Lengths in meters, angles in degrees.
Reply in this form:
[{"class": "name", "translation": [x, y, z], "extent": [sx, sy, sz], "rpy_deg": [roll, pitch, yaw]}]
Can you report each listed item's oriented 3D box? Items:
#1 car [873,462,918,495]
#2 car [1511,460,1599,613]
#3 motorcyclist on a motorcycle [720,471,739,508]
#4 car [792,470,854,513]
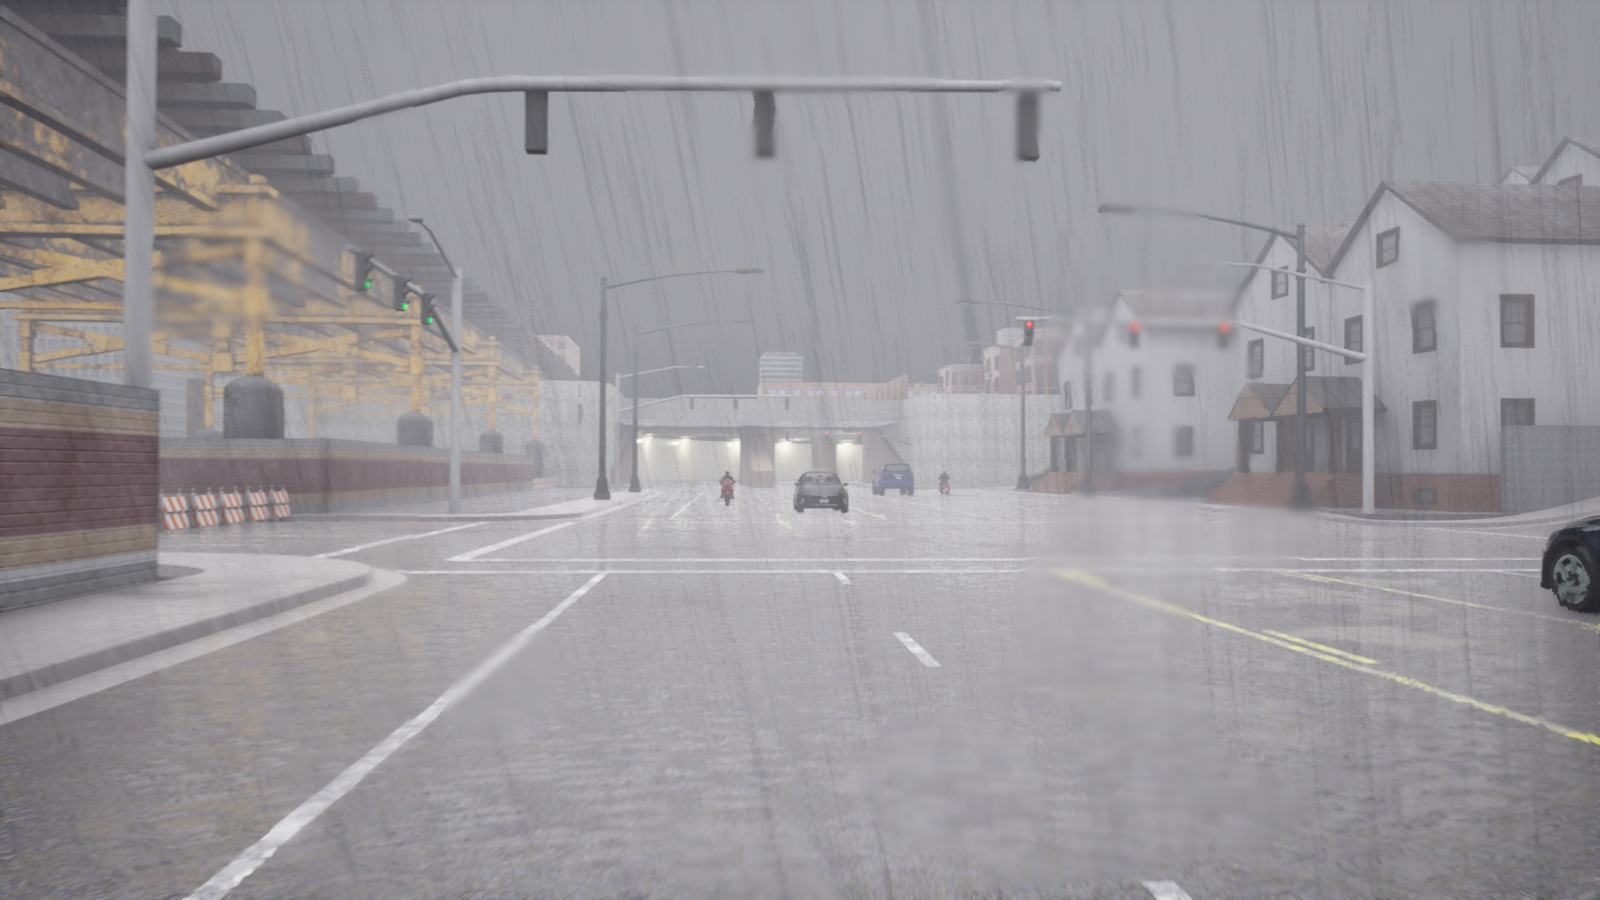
[{"class": "car", "translation": [6.075, 1.817, 80.374], "extent": [2.150, 2.045, 5.566], "rpy_deg": [0, -1, -3]}, {"class": "car", "translation": [9.704, 0.917, 12.729], "extent": [2.033, 1.649, 4.856], "rpy_deg": [0, -1, -3]}, {"class": "motorcyclist on a motorcycle", "translation": [-3.010, 1.679, 53.723], "extent": [0.797, 1.523, 2.044], "rpy_deg": [0, -1, -3]}, {"class": "car", "translation": [0.820, 1.532, 47.633], "extent": [2.007, 1.525, 4.514], "rpy_deg": [0, -1, -3]}]
